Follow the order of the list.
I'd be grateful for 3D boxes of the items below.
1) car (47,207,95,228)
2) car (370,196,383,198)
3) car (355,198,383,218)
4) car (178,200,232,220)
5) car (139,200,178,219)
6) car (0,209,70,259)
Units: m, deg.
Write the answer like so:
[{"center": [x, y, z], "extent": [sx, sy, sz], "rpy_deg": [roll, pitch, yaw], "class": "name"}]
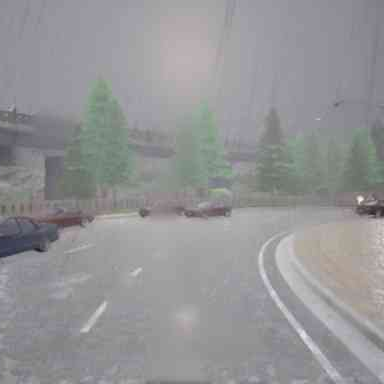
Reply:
[{"center": [-7.929, 1.571, 19.625], "extent": [1.895, 1.301, 4.718], "rpy_deg": [0, 0, 22], "class": "car"}, {"center": [25.132, 1.359, 45.316], "extent": [2.097, 1.767, 4.553], "rpy_deg": [0, 3, -5], "class": "car"}, {"center": [17.381, 1.538, 30.472], "extent": [5.008, 1.535, 1.882], "rpy_deg": [0, -1, -19], "class": "car"}, {"center": [1.425, 1.480, 28.143], "extent": [1.882, 1.535, 5.008], "rpy_deg": [0, 0, 41], "class": "car"}, {"center": [-2.428, 1.466, 28.832], "extent": [1.882, 1.535, 5.008], "rpy_deg": [0, 0, 38], "class": "car"}, {"center": [-6.509, 1.523, 11.089], "extent": [2.033, 1.411, 5.357], "rpy_deg": [0, 0, 9], "class": "car"}]
